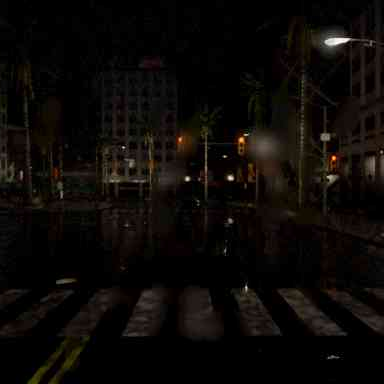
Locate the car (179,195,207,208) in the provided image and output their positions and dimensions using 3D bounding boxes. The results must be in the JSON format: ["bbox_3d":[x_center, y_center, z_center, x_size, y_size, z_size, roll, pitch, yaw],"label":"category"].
[{"bbox_3d":[0.140,1.266,47.607,2.097,1.767,4.553,0,0,-40],"label":"car"}]

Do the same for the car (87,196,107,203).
[{"bbox_3d":[-19.986,1.532,70.289,4.718,1.301,1.895,0,0,35],"label":"car"}]
